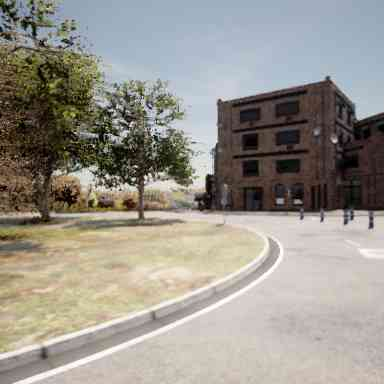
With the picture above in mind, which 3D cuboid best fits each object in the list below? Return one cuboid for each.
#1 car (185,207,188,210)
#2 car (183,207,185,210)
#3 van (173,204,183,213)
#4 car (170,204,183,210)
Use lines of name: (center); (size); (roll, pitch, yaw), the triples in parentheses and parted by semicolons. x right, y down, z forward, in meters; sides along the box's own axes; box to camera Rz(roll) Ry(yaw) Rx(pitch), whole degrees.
car: (-2.976, 4.826, 89.154); (2.002, 1.452, 4.674); (-1, -4, 1)
car: (-3.379, 3.725, 72.653); (2.163, 1.488, 4.792); (-1, -4, 1)
van: (-3.246, 3.840, 78.267); (1.878, 1.987, 4.442); (-1, -4, 1)
car: (-3.496, 3.373, 67.169); (2.002, 1.452, 4.674); (1, -4, 1)
